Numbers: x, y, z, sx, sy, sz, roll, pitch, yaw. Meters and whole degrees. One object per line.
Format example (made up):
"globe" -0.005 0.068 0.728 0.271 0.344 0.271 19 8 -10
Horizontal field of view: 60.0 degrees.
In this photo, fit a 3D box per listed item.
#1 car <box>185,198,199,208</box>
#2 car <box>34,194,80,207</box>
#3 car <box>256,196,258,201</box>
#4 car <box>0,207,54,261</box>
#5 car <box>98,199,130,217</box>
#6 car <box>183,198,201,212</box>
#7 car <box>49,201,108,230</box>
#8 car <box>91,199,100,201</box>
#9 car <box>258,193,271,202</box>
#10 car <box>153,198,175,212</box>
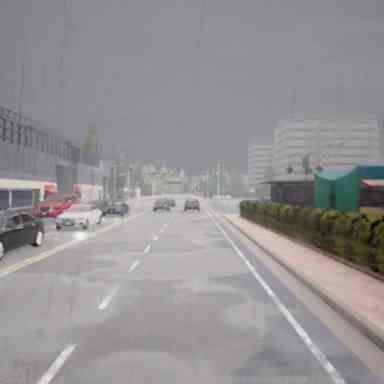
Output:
"car" 0.000 1.566 49.741 1.895 1.301 4.718 0 0 0
"car" -10.601 1.203 26.624 2.150 2.045 5.566 0 0 0
"car" 14.263 1.109 62.216 4.605 1.855 1.932 0 0 -2
"car" -7.102 1.497 12.169 1.837 1.490 4.892 0 0 0
"car" -7.085 1.542 31.315 1.994 1.385 4.181 0 0 0
"car" -0.004 1.464 39.047 2.128 1.511 4.902 0 0 0
"car" -7.096 1.511 21.354 1.812 1.442 4.674 0 0 0
"car" -10.554 1.522 37.321 2.033 1.411 5.357 0 0 1
"car" 14.283 1.114 59.321 3.866 1.878 1.905 0 0 -2
"car" -3.504 1.520 39.047 2.033 1.411 5.357 0 0 0
